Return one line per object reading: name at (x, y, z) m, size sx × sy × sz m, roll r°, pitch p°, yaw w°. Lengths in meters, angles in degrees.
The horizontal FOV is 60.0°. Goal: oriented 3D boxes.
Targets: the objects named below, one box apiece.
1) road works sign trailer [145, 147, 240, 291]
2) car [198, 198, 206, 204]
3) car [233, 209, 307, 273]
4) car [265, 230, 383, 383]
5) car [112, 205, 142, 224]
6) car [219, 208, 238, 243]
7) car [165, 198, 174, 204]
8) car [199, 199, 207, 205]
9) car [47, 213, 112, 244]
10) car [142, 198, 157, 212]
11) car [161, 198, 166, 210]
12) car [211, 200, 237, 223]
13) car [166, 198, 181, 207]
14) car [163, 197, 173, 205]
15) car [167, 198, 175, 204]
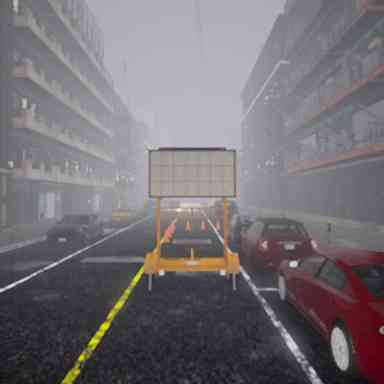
road works sign trailer at (0.005, 0.563, 9.252) m, size 2.380 × 3.560 × 2.880 m, roll 0°, pitch -1°, yaw 0°
car at (2.738, 2.458, 90.012) m, size 1.887 × 1.381 × 4.507 m, roll 0°, pitch -1°, yaw 0°
car at (2.699, 1.557, 11.108) m, size 1.967 × 1.590 × 4.097 m, roll 0°, pitch -1°, yaw 0°
car at (2.696, 1.603, 5.470) m, size 1.887 × 1.381 × 4.507 m, roll 0°, pitch -1°, yaw 0°
car at (-5.674, 1.817, 27.852) m, size 1.752 × 1.417 × 4.829 m, roll 0°, pitch -1°, yaw 0°
car at (2.702, 1.726, 16.742) m, size 2.008 × 1.369 × 4.403 m, roll 0°, pitch -1°, yaw 0°
car at (-5.645, 2.300, 84.384) m, size 1.967 × 1.590 × 4.097 m, roll 0°, pitch -1°, yaw 0°
car at (2.733, 2.328, 78.910) m, size 1.752 × 1.417 × 4.829 m, roll 0°, pitch -1°, yaw 0°
car at (-5.679, 1.744, 16.749) m, size 1.947 × 1.339 × 4.313 m, roll 0°, pitch -1°, yaw 0°
car at (-5.665, 1.905, 44.933) m, size 1.967 × 1.590 × 4.097 m, roll 0°, pitch -1°, yaw 0°
car at (-5.661, 1.837, 50.570) m, size 2.192 × 1.841 × 5.009 m, roll 0°, pitch -1°, yaw 0°
car at (2.708, 1.606, 28.017) m, size 2.192 × 1.841 × 5.009 m, roll 0°, pitch -1°, yaw 0°
car at (-2.970, 2.067, 57.338) m, size 1.882 × 1.535 × 5.008 m, roll 0°, pitch -1°, yaw 0°
car at (-5.647, 2.119, 78.750) m, size 2.192 × 1.841 × 5.009 m, roll 0°, pitch -1°, yaw 0°
car at (-5.642, 2.461, 90.021) m, size 1.887 × 1.381 × 4.507 m, roll 0°, pitch -1°, yaw 0°
